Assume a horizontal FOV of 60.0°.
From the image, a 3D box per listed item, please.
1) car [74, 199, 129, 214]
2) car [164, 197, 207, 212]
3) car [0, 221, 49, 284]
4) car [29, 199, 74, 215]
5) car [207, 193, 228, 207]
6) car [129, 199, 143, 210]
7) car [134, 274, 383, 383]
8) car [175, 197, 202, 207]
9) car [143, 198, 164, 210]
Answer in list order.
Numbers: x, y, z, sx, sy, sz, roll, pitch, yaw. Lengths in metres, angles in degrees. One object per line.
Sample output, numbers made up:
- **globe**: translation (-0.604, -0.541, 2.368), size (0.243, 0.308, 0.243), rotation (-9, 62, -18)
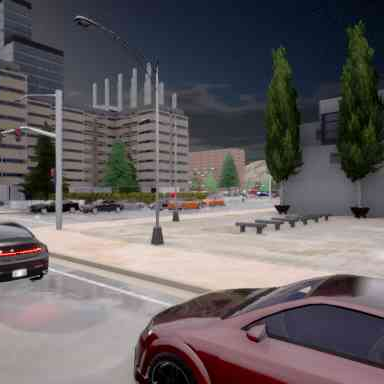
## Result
- **car**: translation (-9.475, 1.505, 35.155), size (1.837, 1.490, 4.892), rotation (0, 0, 40)
- **car**: translation (-0.693, 1.352, 39.793), size (2.097, 1.767, 4.553), rotation (0, 0, 40)
- **car**: translation (-5.587, 1.505, 8.764), size (4.892, 1.490, 1.837), rotation (0, 0, 40)
- **car**: translation (-14.332, 1.478, 34.840), size (1.882, 1.535, 5.008), rotation (0, 0, 40)
- **car**: translation (3.018, 1.353, 49.860), size (2.097, 1.767, 4.553), rotation (0, 0, 40)
- **car**: translation (-8.291, 1.601, 41.961), size (1.895, 1.301, 4.718), rotation (0, 0, 40)
- **car**: translation (1.390, 1.564, 3.252), size (4.181, 1.385, 1.994), rotation (0, 0, 37)
- **car**: translation (-0.512, 1.564, 51.106), size (1.994, 1.385, 4.181), rotation (0, 0, 41)
- **car**: translation (-3.389, 1.491, 42.329), size (2.128, 1.511, 4.902), rotation (0, 0, 40)
